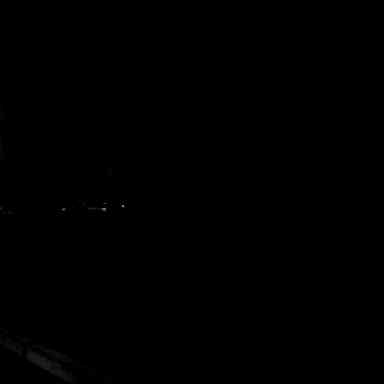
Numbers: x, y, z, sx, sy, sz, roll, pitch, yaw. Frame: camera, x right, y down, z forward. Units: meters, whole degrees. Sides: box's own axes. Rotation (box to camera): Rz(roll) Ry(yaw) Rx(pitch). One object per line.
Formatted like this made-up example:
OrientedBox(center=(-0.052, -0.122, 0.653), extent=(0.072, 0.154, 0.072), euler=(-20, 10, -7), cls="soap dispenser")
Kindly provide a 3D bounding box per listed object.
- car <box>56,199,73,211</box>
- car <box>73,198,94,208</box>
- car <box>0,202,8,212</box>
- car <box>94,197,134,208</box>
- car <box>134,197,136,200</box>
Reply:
OrientedBox(center=(-17.810, 1.605, 40.439), extent=(2.033, 1.411, 5.357), euler=(0, 0, 39), cls="car")
OrientedBox(center=(-16.384, 1.580, 47.811), extent=(2.033, 1.411, 5.357), euler=(0, 0, 39), cls="car")
OrientedBox(center=(-22.176, 1.632, 40.601), extent=(1.994, 1.385, 4.181), euler=(0, 0, 38), cls="car")
OrientedBox(center=(-11.281, 1.500, 48.570), extent=(1.837, 1.490, 4.892), euler=(0, 0, 39), cls="car")
OrientedBox(center=(-10.133, 1.493, 55.593), extent=(1.994, 1.385, 4.181), euler=(0, 1, 38), cls="car")
